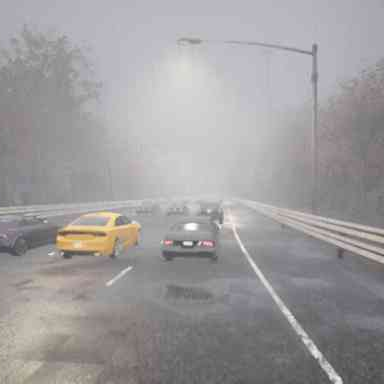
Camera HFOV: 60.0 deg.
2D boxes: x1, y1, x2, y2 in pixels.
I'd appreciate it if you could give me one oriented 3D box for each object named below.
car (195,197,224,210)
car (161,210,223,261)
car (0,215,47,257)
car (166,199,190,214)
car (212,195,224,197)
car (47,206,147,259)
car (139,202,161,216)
[{"bbox_3d":[1.522,1.562,27.576,2.097,1.767,4.553,0,0,5],"label":"car"},{"bbox_3d":[0.109,1.641,12.658,2.033,1.411,5.357,0,0,5],"label":"car"},{"bbox_3d":[-6.863,1.612,13.296,1.994,1.385,4.181,0,0,5],"label":"car"},{"bbox_3d":[-1.391,1.780,33.963,2.033,1.411,5.357,0,0,5],"label":"car"},{"bbox_3d":[6.077,2.088,75.675,2.033,1.411,5.357,0,0,5],"label":"car"},{"bbox_3d":[-3.377,1.549,13.006,1.882,1.535,5.008,0,0,5],"label":"car"},{"bbox_3d":[-4.686,1.771,36.284,2.033,1.411,5.357,0,0,5],"label":"car"}]
